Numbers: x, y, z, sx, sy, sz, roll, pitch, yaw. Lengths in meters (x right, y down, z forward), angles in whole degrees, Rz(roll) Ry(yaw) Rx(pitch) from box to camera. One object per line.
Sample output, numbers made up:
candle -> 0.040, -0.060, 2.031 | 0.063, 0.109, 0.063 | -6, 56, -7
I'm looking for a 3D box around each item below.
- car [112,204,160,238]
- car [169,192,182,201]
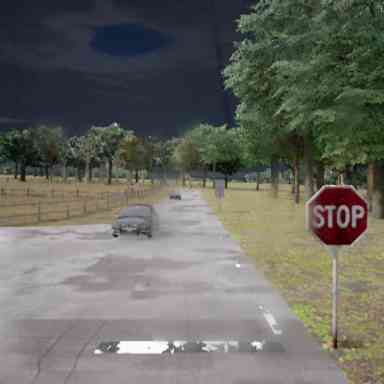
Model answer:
car -> -2.713, 1.388, 16.892 | 1.837, 1.490, 4.892 | 1, 0, 0
car -> -2.657, 0.661, 52.966 | 1.895, 1.301, 4.718 | 0, 2, 0
